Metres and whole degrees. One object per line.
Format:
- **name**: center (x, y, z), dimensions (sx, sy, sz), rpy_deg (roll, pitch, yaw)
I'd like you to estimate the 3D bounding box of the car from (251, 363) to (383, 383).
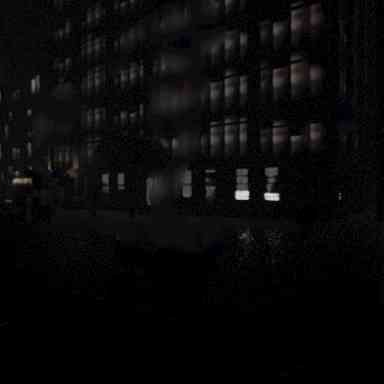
- **car**: center (2.084, 1.586, 1.388), dimensions (4.206, 1.307, 1.802), rpy_deg (0, 0, 35)
